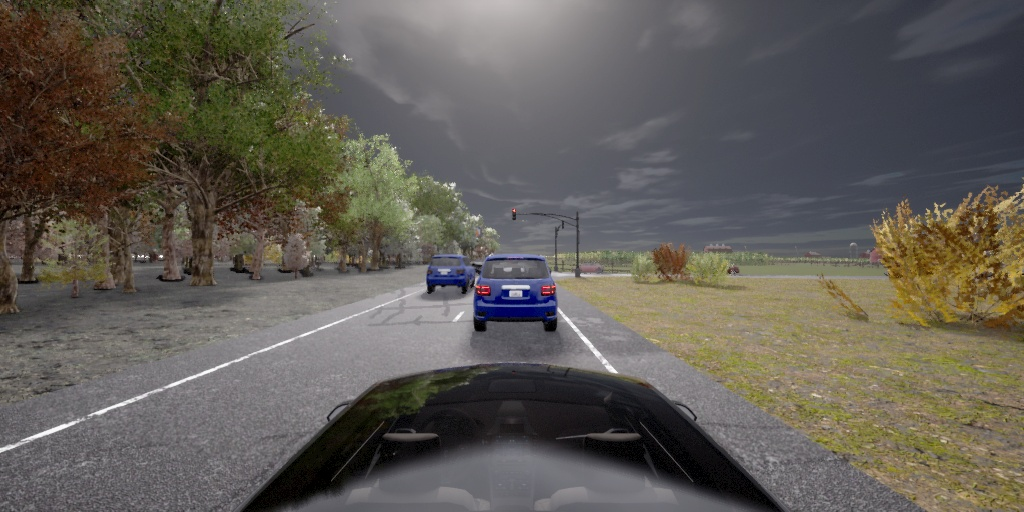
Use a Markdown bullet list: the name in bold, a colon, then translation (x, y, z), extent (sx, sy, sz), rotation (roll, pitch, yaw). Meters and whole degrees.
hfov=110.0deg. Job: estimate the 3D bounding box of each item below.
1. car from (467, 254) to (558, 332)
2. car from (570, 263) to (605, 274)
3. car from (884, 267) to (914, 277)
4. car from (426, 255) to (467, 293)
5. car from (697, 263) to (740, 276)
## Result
- **car**: translation (0.089, 0.974, 11.054), extent (2.150, 2.045, 5.566), rotation (0, 0, 0)
- **car**: translation (9.298, 1.487, 44.334), extent (4.181, 1.385, 1.994), rotation (0, -1, 13)
- **car**: translation (47.869, 1.856, 43.345), extent (4.674, 1.442, 1.812), rotation (1, -1, 1)
- **car**: translation (-3.436, 0.974, 20.973), extent (2.150, 2.045, 5.566), rotation (0, 0, 1)
- **car**: translation (24.772, 1.556, 43.461), extent (5.008, 1.535, 1.882), rotation (1, -1, 0)
